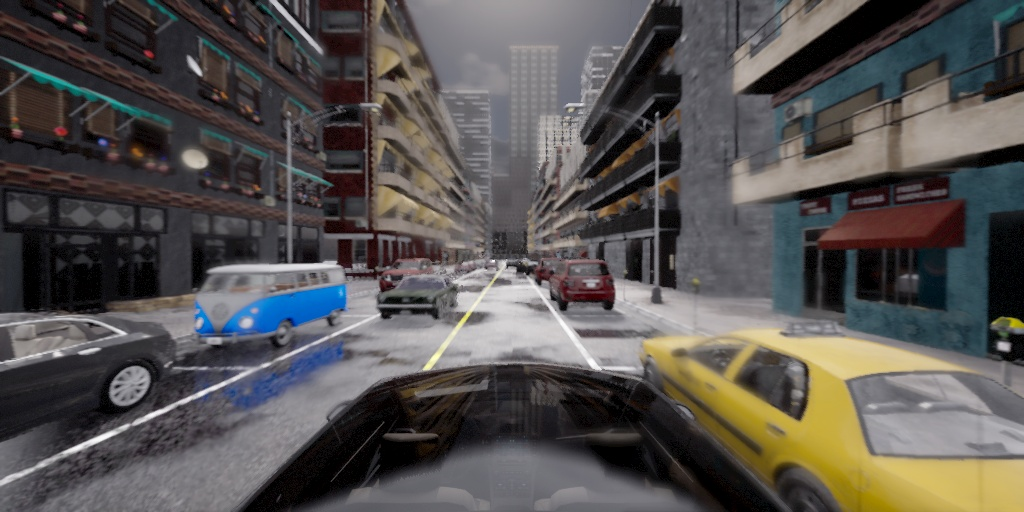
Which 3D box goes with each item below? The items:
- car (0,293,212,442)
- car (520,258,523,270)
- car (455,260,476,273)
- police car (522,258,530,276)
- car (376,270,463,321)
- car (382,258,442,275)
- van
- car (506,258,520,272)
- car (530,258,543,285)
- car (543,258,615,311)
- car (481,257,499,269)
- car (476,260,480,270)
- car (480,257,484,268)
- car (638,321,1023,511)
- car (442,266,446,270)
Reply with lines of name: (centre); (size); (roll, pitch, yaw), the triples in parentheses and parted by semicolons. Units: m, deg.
car: (-5.661, 1.300, 3.326); (2.007, 1.370, 4.403); (0, 0, 0)
car: (2.672, 1.279, 65.092); (1.751, 1.417, 4.829); (0, 0, 0)
car: (-5.703, 1.333, 42.540); (1.802, 1.307, 4.207); (0, 0, 0)
police car: (2.356, 1.176, 36.653); (1.930, 1.638, 5.238); (0, 0, 0)
car: (-3.103, 1.351, 12.688); (1.895, 1.301, 4.718); (0, 0, 0)
car: (-5.688, 1.065, 20.132); (2.192, 1.841, 5.009); (0, 0, 0)
van: (-5.662, 1.091, 8.928); (1.690, 1.789, 3.998); (0, 0, 0)
car: (-0.003, 1.259, 57.033); (1.837, 1.490, 4.892); (0, 0, 0)
car: (2.682, 1.065, 25.708); (2.192, 1.841, 5.009); (0, 0, 0)
car: (2.684, 1.065, 14.504); (2.192, 1.841, 5.009); (0, 0, 0)
car: (-3.064, 1.315, 54.093); (1.994, 1.385, 4.181); (0, 0, 0)
car: (-5.705, 1.334, 48.143); (1.802, 1.307, 4.207); (0, 0, 0)
car: (-5.707, 1.303, 59.347); (2.007, 1.370, 4.403); (0, 0, 0)
car: (2.687, 1.276, 3.470); (1.751, 1.417, 4.829); (0, 0, 0)
car: (-5.706, 1.301, 25.735); (2.007, 1.370, 4.403); (0, 0, 0)
